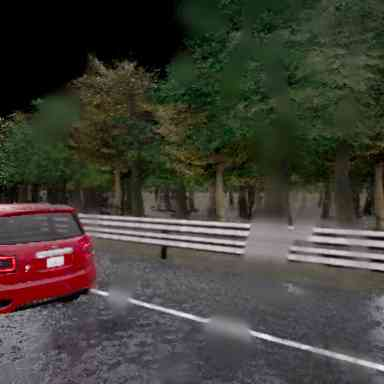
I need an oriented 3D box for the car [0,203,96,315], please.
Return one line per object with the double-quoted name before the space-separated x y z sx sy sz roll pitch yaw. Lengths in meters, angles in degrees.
"car" -4.418 1.249 7.049 5.566 2.045 2.150 0 0 36
